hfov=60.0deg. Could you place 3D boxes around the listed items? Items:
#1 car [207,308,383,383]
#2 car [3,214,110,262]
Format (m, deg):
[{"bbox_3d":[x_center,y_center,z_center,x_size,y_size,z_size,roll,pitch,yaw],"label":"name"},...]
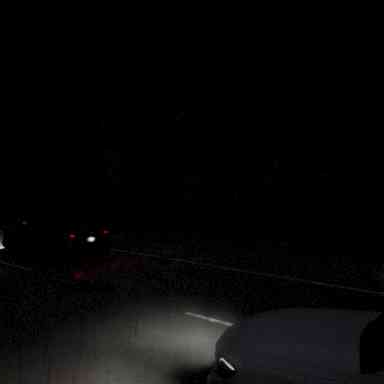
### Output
[{"bbox_3d":[2.320,1.533,2.336,4.674,1.442,1.812,0,0,35],"label":"car"},{"bbox_3d":[-4.831,1.454,11.736,4.181,1.385,1.994,1,0,36],"label":"car"}]
